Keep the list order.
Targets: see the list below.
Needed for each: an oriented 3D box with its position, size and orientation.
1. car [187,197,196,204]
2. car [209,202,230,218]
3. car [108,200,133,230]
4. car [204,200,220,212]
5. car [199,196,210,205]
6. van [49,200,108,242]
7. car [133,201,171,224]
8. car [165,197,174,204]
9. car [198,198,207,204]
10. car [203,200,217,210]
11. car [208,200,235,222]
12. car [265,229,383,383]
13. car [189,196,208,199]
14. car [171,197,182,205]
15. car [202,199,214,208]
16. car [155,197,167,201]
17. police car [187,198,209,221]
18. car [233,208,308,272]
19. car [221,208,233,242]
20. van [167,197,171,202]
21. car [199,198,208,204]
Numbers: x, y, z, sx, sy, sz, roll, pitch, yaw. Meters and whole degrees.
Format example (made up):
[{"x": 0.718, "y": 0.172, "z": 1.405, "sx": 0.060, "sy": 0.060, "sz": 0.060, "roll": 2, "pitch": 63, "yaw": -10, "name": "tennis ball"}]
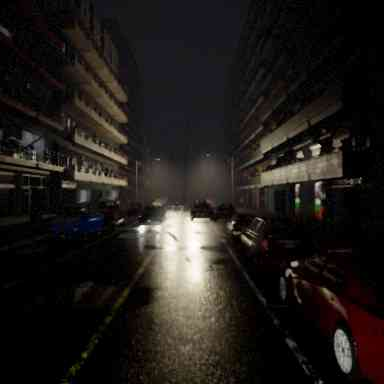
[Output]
[{"x": -0.016, "y": 2.035, "z": 80.775, "sx": 2.128, "sy": 1.511, "sz": 4.902, "roll": 0, "pitch": -1, "yaw": 0, "name": "car"}, {"x": 2.682, "y": 1.763, "z": 33.856, "sx": 1.752, "sy": 1.417, "sz": 4.829, "roll": 0, "pitch": 0, "yaw": 0, "name": "car"}, {"x": -5.697, "y": 1.462, "z": 22.385, "sx": 2.192, "sy": 1.841, "sz": 5.009, "roll": 0, "pitch": 0, "yaw": 0, "name": "car"}, {"x": 2.679, "y": 1.872, "z": 45.010, "sx": 1.887, "sy": 1.381, "sz": 4.507, "roll": 0, "pitch": 0, "yaw": 0, "name": "car"}, {"x": 2.671, "y": 1.897, "z": 73.319, "sx": 2.192, "sy": 1.841, "sz": 5.009, "roll": 0, "pitch": -1, "yaw": 0, "name": "car"}, {"x": -5.694, "y": 1.446, "z": 16.725, "sx": 1.690, "sy": 1.788, "sz": 3.998, "roll": 0, "pitch": 0, "yaw": 0, "name": "van"}, {"x": -3.106, "y": 1.727, "z": 26.757, "sx": 2.033, "sy": 1.411, "sz": 5.357, "roll": 0, "pitch": 0, "yaw": 0, "name": "car"}, {"x": -5.711, "y": 2.136, "z": 84.663, "sx": 1.967, "sy": 1.590, "sz": 4.097, "roll": 0, "pitch": -1, "yaw": 0, "name": "car"}, {"x": 2.670, "y": 2.247, "z": 84.640, "sx": 2.008, "sy": 1.369, "sz": 4.403, "roll": 0, "pitch": -1, "yaw": 0, "name": "car"}, {"x": 2.678, "y": 1.918, "z": 50.676, "sx": 1.887, "sy": 1.381, "sz": 4.507, "roll": 0, "pitch": 0, "yaw": 0, "name": "car"}, {"x": 2.683, "y": 1.630, "z": 28.024, "sx": 1.967, "sy": 1.590, "sz": 4.097, "roll": 0, "pitch": 0, "yaw": 0, "name": "car"}, {"x": 2.689, "y": 1.577, "z": 5.381, "sx": 1.887, "sy": 1.381, "sz": 4.507, "roll": 0, "pitch": 0, "yaw": 0, "name": "car"}, {"x": 0.892, "y": 1.635, "z": 39.622, "sx": 2.097, "sy": 1.767, "sz": 4.553, "roll": 0, "pitch": 0, "yaw": 0, "name": "car"}, {"x": -3.014, "y": 1.864, "z": 68.445, "sx": 1.812, "sy": 1.442, "sz": 4.674, "roll": 0, "pitch": -1, "yaw": 0, "name": "car"}, {"x": 2.676, "y": 1.949, "z": 56.504, "sx": 1.752, "sy": 1.417, "sz": 4.829, "roll": 0, "pitch": -1, "yaw": 0, "name": "car"}, {"x": -5.704, "y": 1.946, "z": 56.185, "sx": 1.752, "sy": 1.417, "sz": 4.829, "roll": 0, "pitch": 0, "yaw": 0, "name": "car"}, {"x": 0.795, "y": 1.629, "z": 29.741, "sx": 1.930, "sy": 1.638, "sz": 5.238, "roll": 0, "pitch": 0, "yaw": -2, "name": "police car"}, {"x": 2.687, "y": 1.508, "z": 11.042, "sx": 1.967, "sy": 1.590, "sz": 4.097, "roll": 0, "pitch": 0, "yaw": 0, "name": "car"}, {"x": 2.686, "y": 1.686, "z": 16.704, "sx": 1.802, "sy": 1.307, "sz": 4.206, "roll": 0, "pitch": 0, "yaw": 0, "name": "car"}, {"x": -5.708, "y": 1.868, "z": 67.680, "sx": 1.690, "sy": 1.788, "sz": 3.998, "roll": 0, "pitch": -1, "yaw": 0, "name": "van"}, {"x": 2.671, "y": 2.190, "z": 78.979, "sx": 2.008, "sy": 1.369, "sz": 4.403, "roll": 0, "pitch": -1, "yaw": 0, "name": "car"}]
